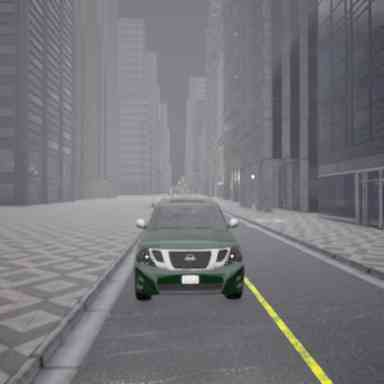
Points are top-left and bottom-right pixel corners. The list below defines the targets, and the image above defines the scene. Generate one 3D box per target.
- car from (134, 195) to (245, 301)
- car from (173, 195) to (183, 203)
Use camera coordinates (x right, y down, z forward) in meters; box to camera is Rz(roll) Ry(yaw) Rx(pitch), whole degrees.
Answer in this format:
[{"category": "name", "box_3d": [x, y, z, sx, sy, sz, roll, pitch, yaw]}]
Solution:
[{"category": "car", "box_3d": [-0.138, 1.200, 8.679, 2.150, 2.045, 5.566, 0, 0, -2]}, {"category": "car", "box_3d": [-2.759, 1.374, 64.005, 1.812, 1.442, 4.674, 0, 0, -3]}]
